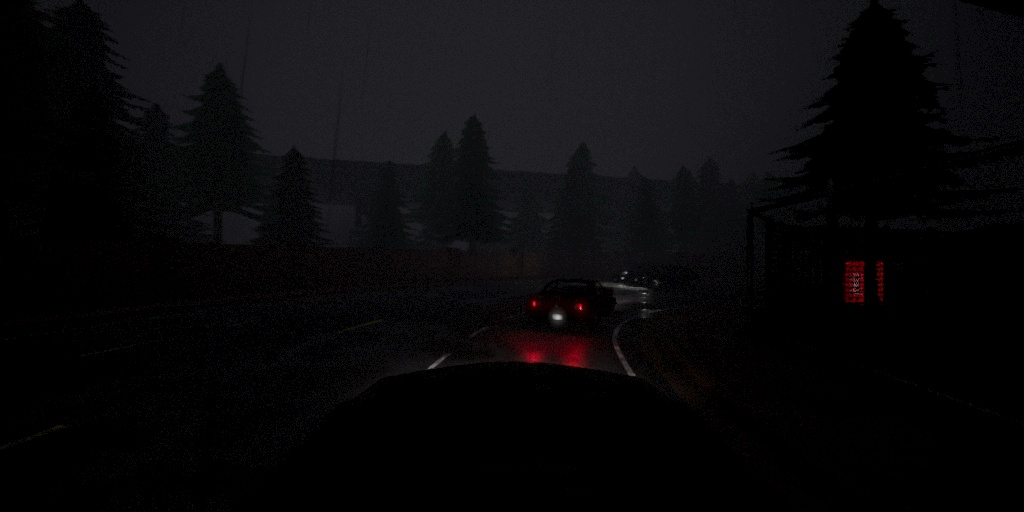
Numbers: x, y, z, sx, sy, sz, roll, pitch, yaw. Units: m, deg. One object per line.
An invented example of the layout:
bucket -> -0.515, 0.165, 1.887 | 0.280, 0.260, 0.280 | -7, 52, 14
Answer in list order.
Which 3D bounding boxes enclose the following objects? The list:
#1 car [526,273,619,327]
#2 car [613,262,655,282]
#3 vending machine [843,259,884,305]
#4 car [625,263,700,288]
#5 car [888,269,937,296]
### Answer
car -> 2.174, 1.408, 11.918 | 1.895, 1.301, 4.718 | 0, 0, 24
car -> 10.280, 1.288, 28.865 | 4.553, 1.767, 2.097 | 0, 0, -16
vending machine -> 14.803, 1.111, 15.103 | 0.880, 2.100, 1.100 | 0, 0, -15
car -> 10.895, 1.432, 25.406 | 4.892, 1.490, 1.837 | 0, 0, -16
car -> 23.520, 1.512, 21.425 | 4.892, 1.490, 1.837 | 0, 0, -15
